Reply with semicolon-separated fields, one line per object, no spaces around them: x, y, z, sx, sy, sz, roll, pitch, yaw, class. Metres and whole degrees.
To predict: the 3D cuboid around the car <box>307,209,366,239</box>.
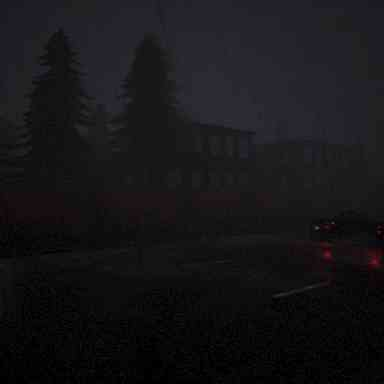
8.147;1.632;18.026;4.674;1.442;1.812;0;0;-35;car

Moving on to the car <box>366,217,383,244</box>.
10.182;1.633;15.177;4.674;1.442;1.812;0;0;-35;car
